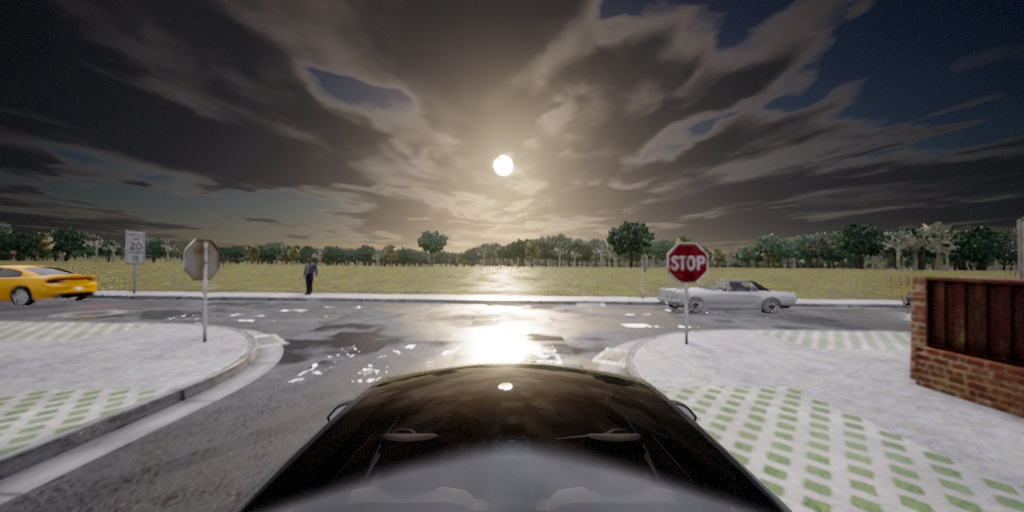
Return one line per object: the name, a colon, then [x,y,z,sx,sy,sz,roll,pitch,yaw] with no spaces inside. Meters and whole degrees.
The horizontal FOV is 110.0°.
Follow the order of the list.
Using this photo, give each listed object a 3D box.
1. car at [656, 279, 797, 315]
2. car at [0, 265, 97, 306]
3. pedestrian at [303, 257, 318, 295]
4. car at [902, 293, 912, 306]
car: [8.404,1.580,14.388,4.718,1.301,1.895,1,-1,-1]
car: [-19.707,1.100,14.238,5.008,1.535,1.882,1,-1,-1]
pedestrian: [-9.719,0.936,17.178,0.375,1.860,0.375,0,-2,0]
car: [19.283,1.655,14.478,5.357,1.411,2.033,1,-1,0]
